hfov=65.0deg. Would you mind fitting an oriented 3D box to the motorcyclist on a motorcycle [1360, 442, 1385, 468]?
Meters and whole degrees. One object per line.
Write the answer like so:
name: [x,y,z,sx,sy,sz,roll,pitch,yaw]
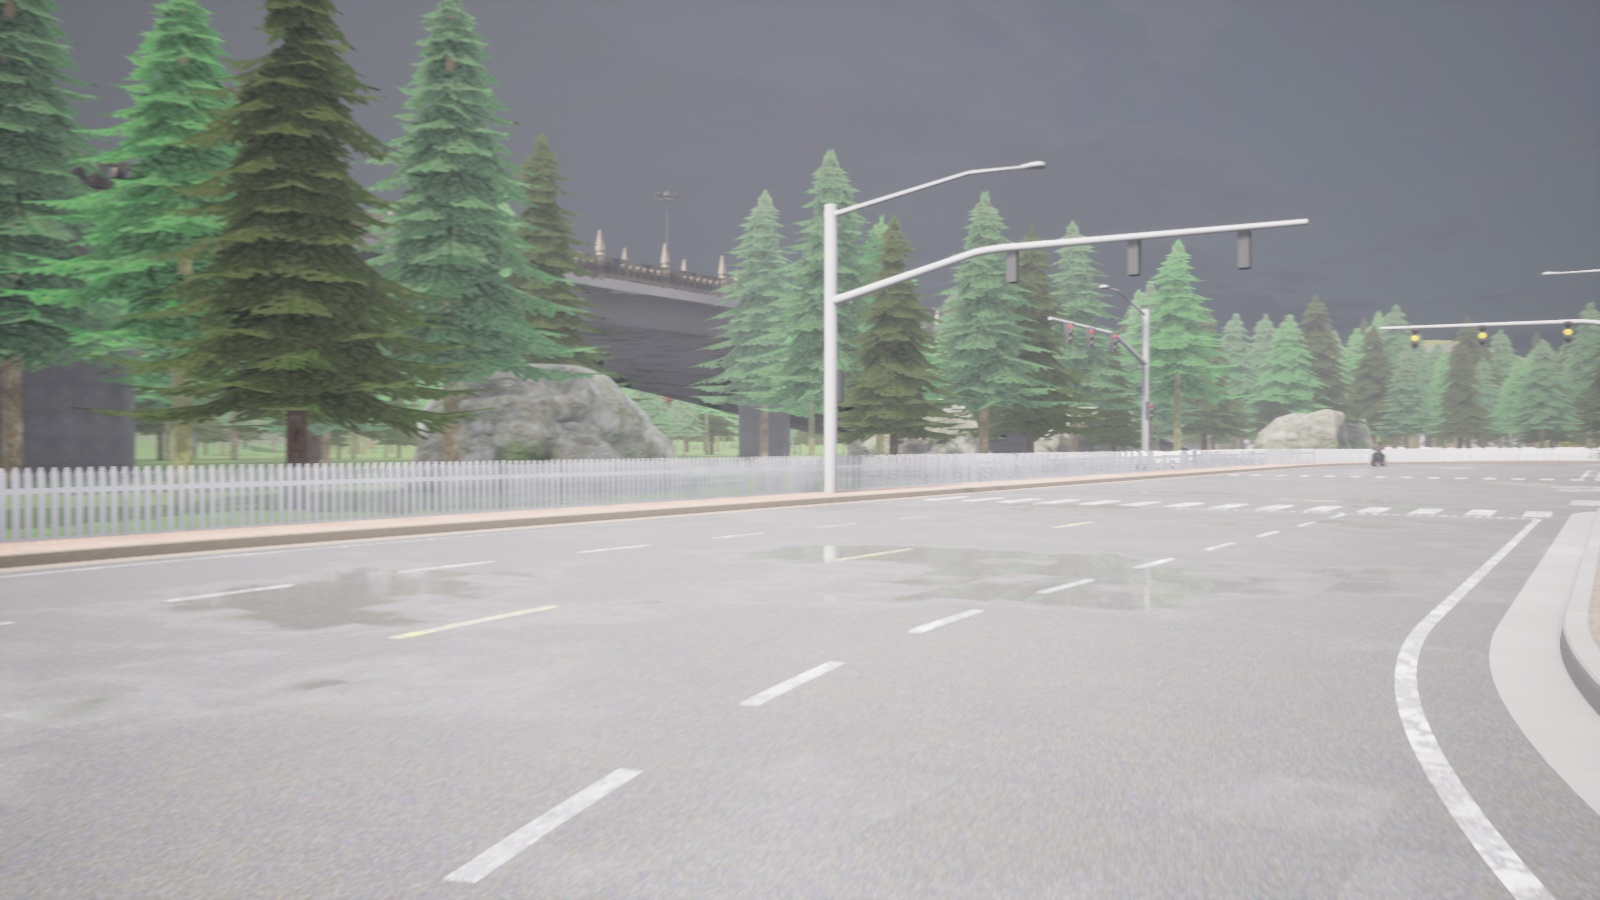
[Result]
motorcyclist on a motorcycle: [36.994,0.328,81.080,0.766,1.649,2.350,1,1,42]
